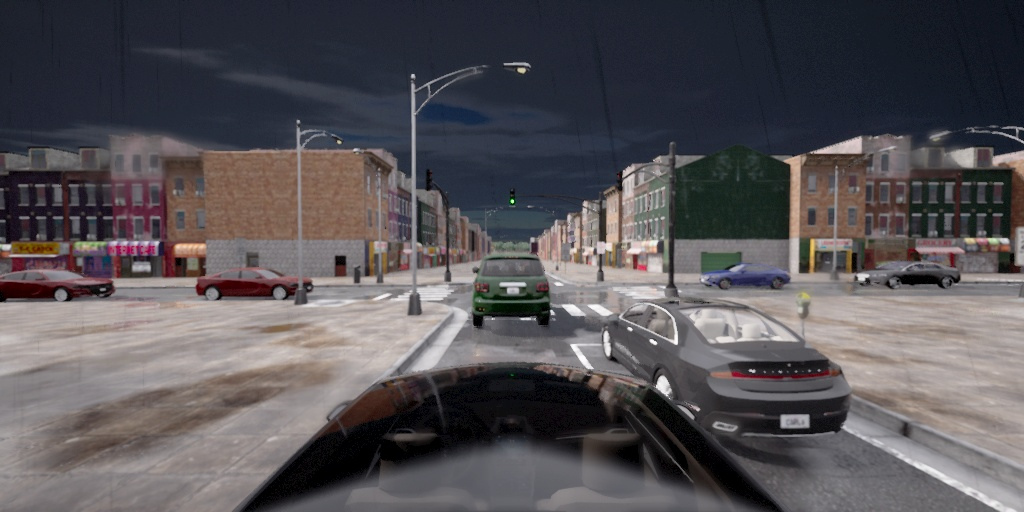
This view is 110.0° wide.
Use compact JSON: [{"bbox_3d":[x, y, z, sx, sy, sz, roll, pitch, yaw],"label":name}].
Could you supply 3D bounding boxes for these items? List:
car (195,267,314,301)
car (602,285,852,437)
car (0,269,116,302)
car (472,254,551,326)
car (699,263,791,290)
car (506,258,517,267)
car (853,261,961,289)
[{"bbox_3d":[-12.367,1.302,17.427,5.008,1.535,1.882,0,1,-1],"label":"car"},{"bbox_3d":[2.628,1.290,5.506,2.007,1.370,4.403,0,0,0],"label":"car"},{"bbox_3d":[-22.357,1.380,17.397,5.008,1.535,1.882,-1,1,0],"label":"car"},{"bbox_3d":[-0.117,0.949,11.660,2.150,2.045,5.566,0,0,-3],"label":"car"},{"bbox_3d":[13.227,1.115,20.446,4.674,1.442,1.812,0,1,1],"label":"car"},{"bbox_3d":[-0.155,1.115,62.684,1.837,1.490,4.892,0,0,0],"label":"car"},{"bbox_3d":[22.388,1.041,20.445,4.902,1.511,2.128,0,1,0],"label":"car"}]
